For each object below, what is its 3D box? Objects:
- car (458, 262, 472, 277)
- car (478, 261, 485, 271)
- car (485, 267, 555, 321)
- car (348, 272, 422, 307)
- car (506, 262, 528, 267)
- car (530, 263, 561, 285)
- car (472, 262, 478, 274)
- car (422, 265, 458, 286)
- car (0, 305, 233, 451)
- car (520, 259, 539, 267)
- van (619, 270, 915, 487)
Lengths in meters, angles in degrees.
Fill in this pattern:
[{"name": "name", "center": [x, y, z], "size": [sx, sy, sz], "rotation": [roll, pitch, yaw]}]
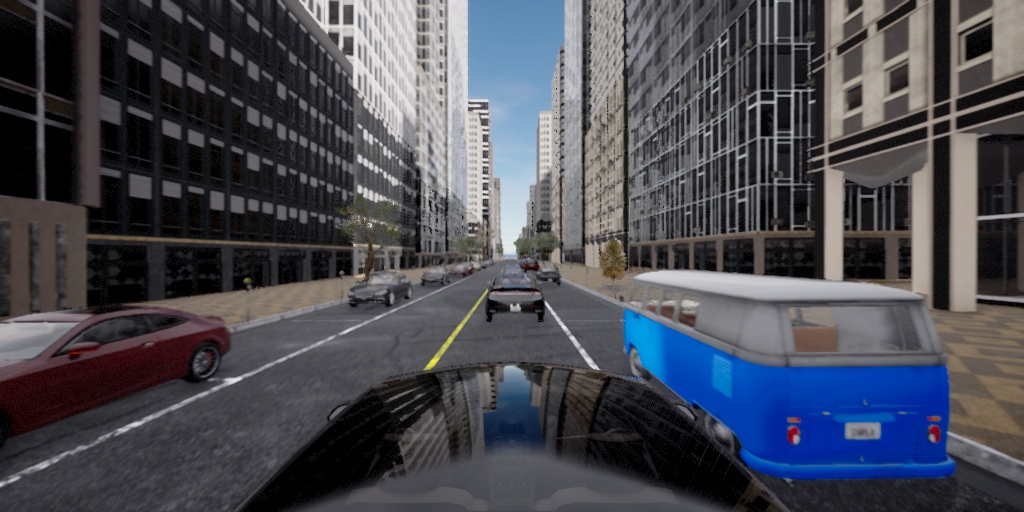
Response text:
[{"name": "car", "center": [-5.696, 1.576, 38.686], "size": [1.802, 1.307, 4.207], "rotation": [0, 0, 0]}, {"name": "car", "center": [-5.697, 1.631, 55.567], "size": [1.751, 1.417, 4.829], "rotation": [0, 0, 0]}, {"name": "car", "center": [0.099, 1.314, 12.708], "size": [2.128, 1.511, 4.902], "rotation": [0, 0, 0]}, {"name": "car", "center": [-5.693, 1.395, 15.952], "size": [2.007, 1.370, 4.403], "rotation": [0, 0, 0]}, {"name": "car", "center": [0.097, 1.495, 31.630], "size": [2.033, 1.411, 5.357], "rotation": [0, 0, 0]}, {"name": "car", "center": [2.686, 1.470, 27.320], "size": [2.007, 1.370, 4.403], "rotation": [0, 0, 0]}, {"name": "car", "center": [-5.696, 1.471, 44.369], "size": [1.967, 1.591, 4.097], "rotation": [0, 0, 0]}, {"name": "car", "center": [-5.694, 1.470, 27.319], "size": [2.007, 1.370, 4.403], "rotation": [0, 0, 0]}, {"name": "car", "center": [-5.692, 1.351, 4.585], "size": [1.802, 1.307, 4.207], "rotation": [0, 0, 0]}, {"name": "car", "center": [2.683, 1.384, 50.054], "size": [2.192, 1.841, 5.009], "rotation": [0, 0, 0]}, {"name": "van", "center": [2.689, 1.110, 4.586], "size": [1.690, 1.789, 3.998], "rotation": [0, 0, 0]}]
